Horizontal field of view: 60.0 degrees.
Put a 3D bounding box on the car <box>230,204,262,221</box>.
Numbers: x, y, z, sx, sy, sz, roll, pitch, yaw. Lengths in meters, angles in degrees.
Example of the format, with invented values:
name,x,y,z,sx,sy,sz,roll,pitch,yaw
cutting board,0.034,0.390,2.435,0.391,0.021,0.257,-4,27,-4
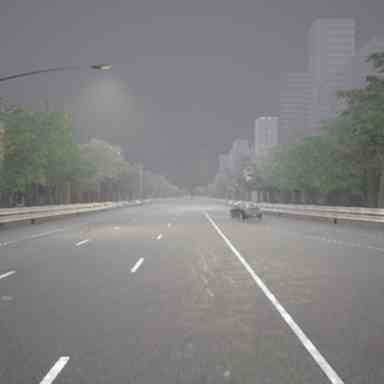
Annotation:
name,x,y,z,sx,sy,sz,roll,pitch,yaw
car,4.973,1.866,31.277,2.128,1.511,4.902,0,-1,-11
